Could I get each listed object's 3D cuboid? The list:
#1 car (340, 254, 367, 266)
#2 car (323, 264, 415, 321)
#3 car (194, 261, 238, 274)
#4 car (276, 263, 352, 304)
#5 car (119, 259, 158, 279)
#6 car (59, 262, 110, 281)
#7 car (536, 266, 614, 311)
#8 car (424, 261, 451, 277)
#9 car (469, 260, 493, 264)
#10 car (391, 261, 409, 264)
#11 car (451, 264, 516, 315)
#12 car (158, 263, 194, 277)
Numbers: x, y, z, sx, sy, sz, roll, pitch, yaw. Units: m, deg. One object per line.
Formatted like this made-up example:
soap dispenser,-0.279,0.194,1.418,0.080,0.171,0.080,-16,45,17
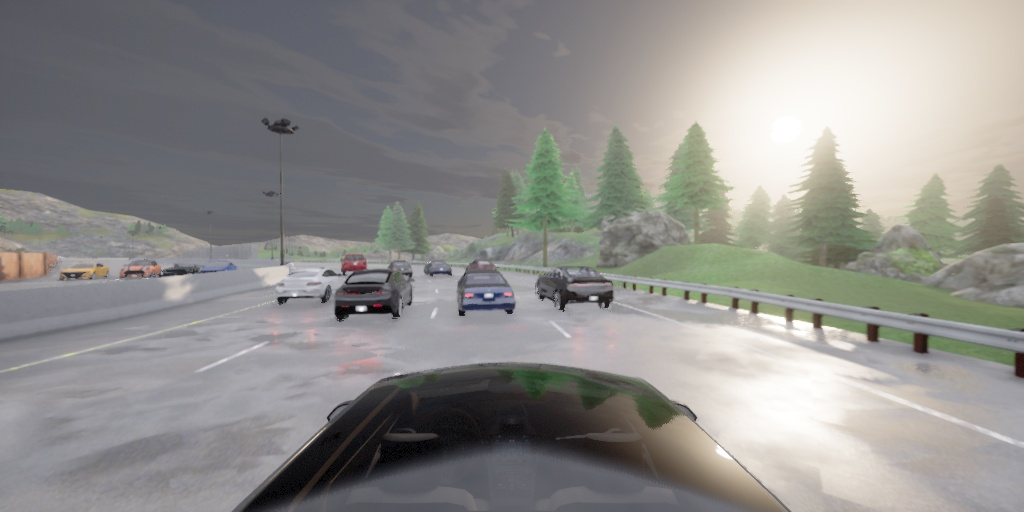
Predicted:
car,-15.611,0.811,35.410,2.150,2.045,5.566,-1,0,-26
car,-4.584,1.201,12.408,1.837,1.490,4.892,0,0,-9
car,-25.438,1.180,31.265,1.882,1.535,5.008,-1,0,-27
car,-8.791,1.225,16.007,1.812,1.442,4.674,0,0,-11
car,-34.667,1.171,33.604,2.097,1.767,4.553,-1,1,-33
car,-37.572,1.319,31.654,1.882,1.535,5.008,-1,1,-33
car,2.219,1.122,13.839,2.128,1.511,4.902,0,0,-9
car,-6.850,1.105,32.921,1.994,1.385,4.181,-1,1,-22
car,-2.785,1.041,32.196,1.812,1.442,4.674,-1,0,-21
car,-9.795,1.127,31.216,2.033,1.411,5.357,-1,1,-23
car,-1.097,1.210,13.163,2.033,1.411,5.357,-1,0,-9
car,-30.355,1.327,33.115,1.895,1.301,4.718,-1,1,-30
